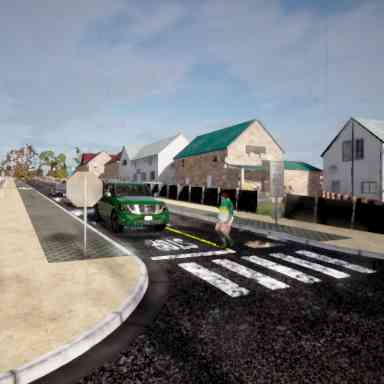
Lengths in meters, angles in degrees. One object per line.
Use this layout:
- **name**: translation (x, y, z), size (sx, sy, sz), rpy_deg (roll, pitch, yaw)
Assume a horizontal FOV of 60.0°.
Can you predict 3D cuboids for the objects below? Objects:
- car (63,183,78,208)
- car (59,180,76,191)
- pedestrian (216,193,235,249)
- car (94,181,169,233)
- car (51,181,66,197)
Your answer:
- **car**: translation (-7.971, 0.316, 24.457), size (1.837, 1.490, 4.892), rpy_deg (0, 3, -28)
- **car**: translation (-19.046, -0.995, 50.756), size (1.812, 1.442, 4.674), rpy_deg (0, 3, -29)
- **pedestrian**: translation (1.112, 0.890, 10.862), size (0.375, 1.860, 0.375), rpy_deg (3, -2, -29)
- **car**: translation (-2.990, 0.529, 15.305), size (2.150, 2.045, 5.566), rpy_deg (0, 3, -28)
- **car**: translation (-13.888, -0.231, 35.354), size (2.033, 1.411, 5.357), rpy_deg (0, 3, -28)
